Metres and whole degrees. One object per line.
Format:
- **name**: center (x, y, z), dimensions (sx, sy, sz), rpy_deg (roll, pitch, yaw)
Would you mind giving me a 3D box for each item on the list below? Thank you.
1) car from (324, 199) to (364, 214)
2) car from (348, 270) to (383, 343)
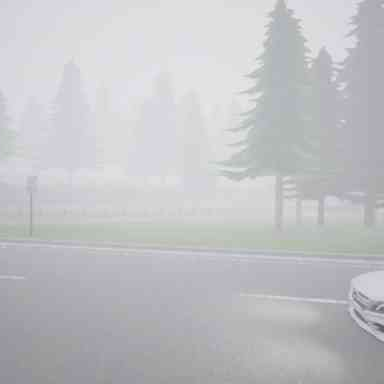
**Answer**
- **car**: center (14.987, 1.374, 32.894), dimensions (5.357, 1.411, 2.033), rpy_deg (0, 1, -26)
- **car**: center (4.751, 1.524, 4.648), dimensions (4.674, 1.442, 1.812), rpy_deg (1, 1, 12)
